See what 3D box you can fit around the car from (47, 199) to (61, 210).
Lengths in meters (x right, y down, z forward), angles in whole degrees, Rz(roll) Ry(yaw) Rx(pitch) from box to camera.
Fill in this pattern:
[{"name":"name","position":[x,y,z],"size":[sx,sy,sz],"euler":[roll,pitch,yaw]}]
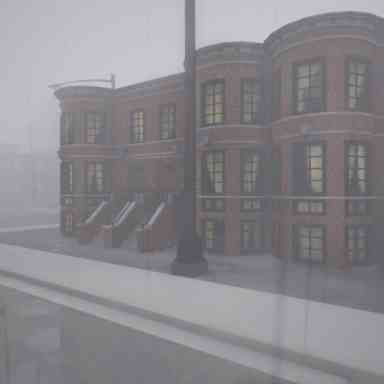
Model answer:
[{"name":"car","position":[-16.651,1.504,43.867],"size":[1.837,1.490,4.892],"euler":[0,0,36]}]
